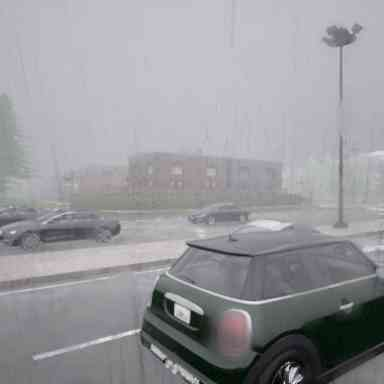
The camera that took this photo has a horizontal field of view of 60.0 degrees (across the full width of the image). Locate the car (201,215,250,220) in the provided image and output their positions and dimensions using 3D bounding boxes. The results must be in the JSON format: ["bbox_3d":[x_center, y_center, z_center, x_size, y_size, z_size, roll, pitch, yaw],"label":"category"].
[{"bbox_3d":[2.729,1.546,9.994,4.674,1.442,1.812,0,0,-36],"label":"car"}]

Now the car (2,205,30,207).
[{"bbox_3d":[-10.502,1.497,19.223,4.902,1.511,2.128,0,0,-35],"label":"car"}]

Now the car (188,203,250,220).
[{"bbox_3d":[1.978,1.546,23.793,4.892,1.490,1.837,1,-1,-35],"label":"car"}]

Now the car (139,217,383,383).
[{"bbox_3d":[1.619,1.362,4.901,4.553,1.767,2.097,0,0,-36],"label":"car"}]

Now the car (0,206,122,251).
[{"bbox_3d":[-5.449,1.501,14.228,4.902,1.511,2.128,0,0,-35],"label":"car"}]
